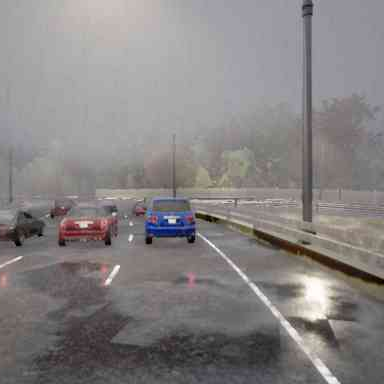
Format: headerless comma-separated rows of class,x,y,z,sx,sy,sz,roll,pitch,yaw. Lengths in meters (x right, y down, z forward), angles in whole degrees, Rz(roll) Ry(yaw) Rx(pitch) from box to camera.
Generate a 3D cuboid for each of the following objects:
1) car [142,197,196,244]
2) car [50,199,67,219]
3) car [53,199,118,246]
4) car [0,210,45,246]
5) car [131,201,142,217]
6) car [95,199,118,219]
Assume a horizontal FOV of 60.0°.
car,-1.171,1.256,15.959,2.150,2.045,5.566,0,0,-8
car,-11.327,1.364,29.790,2.097,1.767,4.553,0,0,-16
car,-4.627,1.364,15.401,2.097,1.767,4.553,0,0,-8
car,-8.095,1.531,14.931,1.812,1.442,4.674,0,0,-8
car,-4.619,1.571,31.790,1.994,1.385,4.181,0,0,-16
car,-7.977,1.483,30.804,1.882,1.535,5.008,0,0,-16
